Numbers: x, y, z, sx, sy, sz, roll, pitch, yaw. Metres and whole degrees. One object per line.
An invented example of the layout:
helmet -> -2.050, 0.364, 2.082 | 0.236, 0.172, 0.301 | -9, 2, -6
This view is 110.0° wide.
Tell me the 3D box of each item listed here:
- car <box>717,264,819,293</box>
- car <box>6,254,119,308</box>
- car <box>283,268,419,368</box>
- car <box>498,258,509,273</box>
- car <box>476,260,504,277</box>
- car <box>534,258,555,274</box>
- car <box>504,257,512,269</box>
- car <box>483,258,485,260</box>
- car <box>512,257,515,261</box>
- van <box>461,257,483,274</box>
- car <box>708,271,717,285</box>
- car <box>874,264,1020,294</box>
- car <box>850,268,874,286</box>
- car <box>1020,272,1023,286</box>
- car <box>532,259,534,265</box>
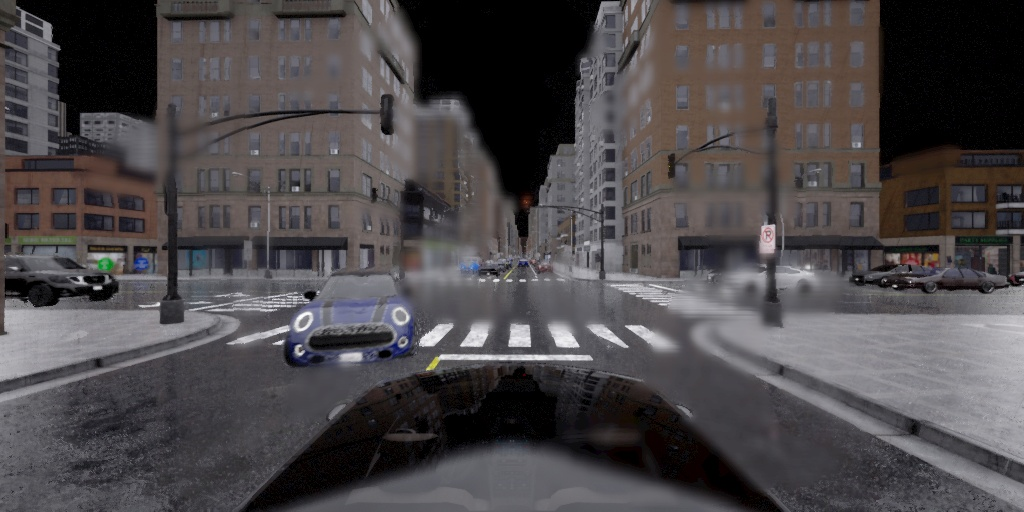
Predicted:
car -> 14.769, 1.291, 20.511 | 4.674, 1.442, 1.812 | 0, 0, 3
car -> -19.741, 0.955, 14.788 | 5.566, 2.045, 2.150 | 0, 0, 2
car -> -3.357, 1.101, 8.116 | 2.097, 1.767, 4.553 | -1, 0, -18
car -> -1.812, 1.338, 44.877 | 1.994, 1.385, 4.181 | 0, 0, 3
car -> -2.142, 1.365, 35.794 | 1.895, 1.301, 4.718 | 0, 0, 2
car -> 3.814, 1.210, 40.828 | 1.967, 1.591, 4.097 | 0, 0, 2
car -> -1.488, 1.136, 54.515 | 2.097, 1.767, 4.553 | 0, 0, 2
car -> -4.519, 1.090, 46.633 | 2.192, 1.841, 5.009 | 0, 0, 2
car -> -1.114, 1.146, 64.498 | 2.097, 1.767, 4.553 | 0, 0, 3
van -> -4.707, 1.111, 41.113 | 1.690, 1.789, 3.998 | 0, 0, 2
car -> 15.646, 1.257, 23.739 | 4.902, 1.511, 2.128 | 0, 0, 2
car -> 24.356, 1.326, 20.238 | 5.357, 1.411, 2.033 | 0, 0, 2
car -> 25.063, 1.284, 23.470 | 4.892, 1.490, 1.837 | 0, 0, 2
car -> 35.046, 1.360, 23.176 | 4.181, 1.385, 1.994 | 0, 0, 2
car -> 4.002, 1.341, 46.350 | 1.948, 1.339, 4.313 | 0, 0, 2
